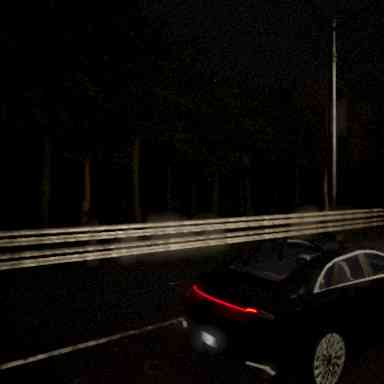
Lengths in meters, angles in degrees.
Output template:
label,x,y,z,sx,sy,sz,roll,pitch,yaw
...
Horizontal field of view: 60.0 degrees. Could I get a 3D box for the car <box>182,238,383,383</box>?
label,x,y,z,sx,sy,sz,roll,pitch,yaw
car,2.164,1.502,5.284,4.902,1.511,2.128,0,0,-35
